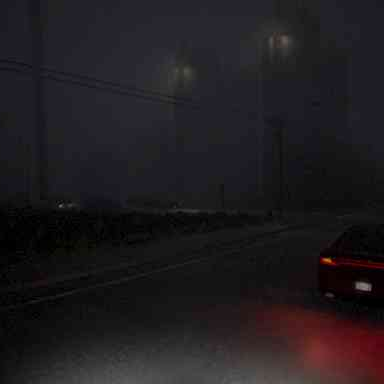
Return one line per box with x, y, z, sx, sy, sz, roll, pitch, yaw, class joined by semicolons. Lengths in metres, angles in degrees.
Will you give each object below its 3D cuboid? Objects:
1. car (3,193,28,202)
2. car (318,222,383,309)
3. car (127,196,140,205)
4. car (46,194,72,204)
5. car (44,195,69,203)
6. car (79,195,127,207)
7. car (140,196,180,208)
-29.264;1.153;55.413;1.905;1.878;3.866;0;0;40;car
4.459;1.424;7.513;1.882;1.535;5.008;0;0;39;car
-7.520;1.267;47.551;5.008;1.535;1.882;0;0;39;car
-21.650;1.164;54.433;4.553;1.767;2.097;0;0;40;car
-25.236;1.281;61.908;4.902;1.511;2.128;0;0;39;car
-10.613;1.322;39.984;2.242;1.667;4.611;0;0;40;car
-3.591;1.415;39.562;4.718;1.301;1.895;0;0;39;car
